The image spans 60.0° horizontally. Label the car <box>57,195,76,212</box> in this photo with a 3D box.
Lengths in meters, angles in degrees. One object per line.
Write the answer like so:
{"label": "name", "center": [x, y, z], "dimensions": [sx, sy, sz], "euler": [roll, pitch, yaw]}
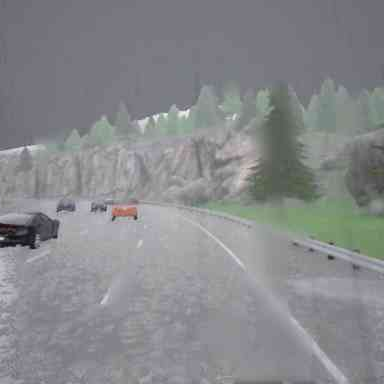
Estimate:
{"label": "car", "center": [-16.184, 1.632, 42.982], "dimensions": [2.097, 1.767, 4.553], "euler": [-1, 0, -17]}

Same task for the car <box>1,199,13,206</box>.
{"label": "car", "center": [-38.027, 2.152, 68.503], "dimensions": [2.033, 1.411, 5.357], "euler": [-1, 0, -27]}

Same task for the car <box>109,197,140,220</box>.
{"label": "car", "center": [-6.030, 1.460, 29.884], "dimensions": [2.097, 1.767, 4.553], "euler": [-1, 0, -11]}

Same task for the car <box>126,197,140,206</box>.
{"label": "car", "center": [-10.571, 1.749, 59.345], "dimensions": [1.837, 1.490, 4.892], "euler": [-1, -2, -19]}

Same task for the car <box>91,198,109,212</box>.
{"label": "car", "center": [-12.148, 1.814, 43.330], "dimensions": [1.895, 1.301, 4.718], "euler": [-1, 0, -17]}

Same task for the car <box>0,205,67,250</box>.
{"label": "car", "center": [-7.407, 1.604, 14.918], "dimensions": [1.882, 1.535, 5.008], "euler": [0, 0, -6]}
